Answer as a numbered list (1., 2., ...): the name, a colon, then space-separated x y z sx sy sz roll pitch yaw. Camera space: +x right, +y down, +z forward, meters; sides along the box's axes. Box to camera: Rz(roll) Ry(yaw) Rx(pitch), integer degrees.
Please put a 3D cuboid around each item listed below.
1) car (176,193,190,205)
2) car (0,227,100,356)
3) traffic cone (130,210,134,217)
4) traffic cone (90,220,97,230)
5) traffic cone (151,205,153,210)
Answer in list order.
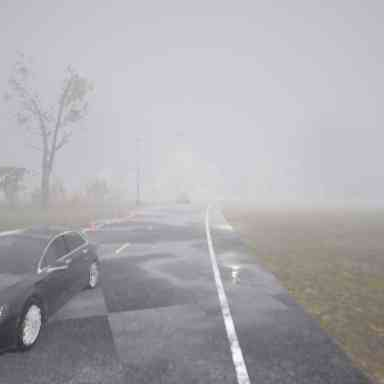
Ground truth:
1. car: -1.617 1.118 58.504 2.150 2.045 5.566 0 0 -2
2. car: -3.149 1.489 6.195 1.837 1.490 4.892 0 0 1
3. traffic cone: -5.342 1.890 29.346 0.340 0.580 0.340 0 0 3
4. traffic cone: -5.738 1.910 19.302 0.340 0.580 0.340 0 0 2
5. traffic cone: -4.785 1.873 39.381 0.340 0.580 0.340 0 0 4
